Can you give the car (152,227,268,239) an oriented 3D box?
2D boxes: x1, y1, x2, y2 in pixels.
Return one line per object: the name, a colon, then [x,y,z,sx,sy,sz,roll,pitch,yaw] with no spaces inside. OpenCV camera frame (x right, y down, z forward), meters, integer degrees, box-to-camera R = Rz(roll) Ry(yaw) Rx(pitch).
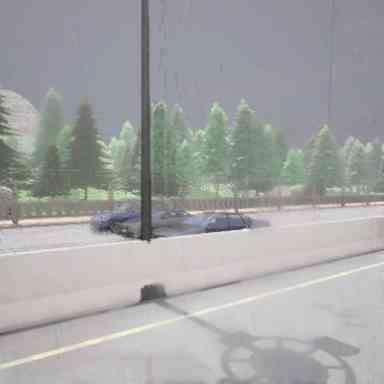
car: [0.850,1.496,13.196,5.357,1.411,2.033,0,0,-35]
